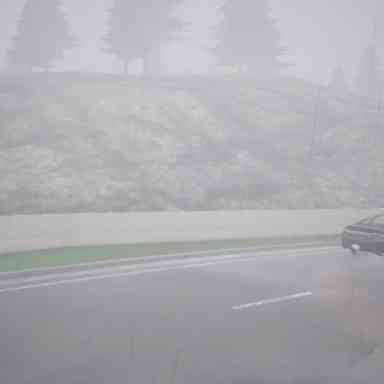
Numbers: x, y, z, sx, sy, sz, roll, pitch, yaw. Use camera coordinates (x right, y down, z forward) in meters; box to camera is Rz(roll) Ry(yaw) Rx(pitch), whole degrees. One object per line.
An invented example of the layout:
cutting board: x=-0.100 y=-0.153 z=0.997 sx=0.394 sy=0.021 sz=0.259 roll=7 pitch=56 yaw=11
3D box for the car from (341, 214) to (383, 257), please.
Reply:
car: x=7.260 y=1.457 z=10.982 sx=4.902 sy=1.511 sz=2.128 roll=0 pitch=0 yaw=-21
